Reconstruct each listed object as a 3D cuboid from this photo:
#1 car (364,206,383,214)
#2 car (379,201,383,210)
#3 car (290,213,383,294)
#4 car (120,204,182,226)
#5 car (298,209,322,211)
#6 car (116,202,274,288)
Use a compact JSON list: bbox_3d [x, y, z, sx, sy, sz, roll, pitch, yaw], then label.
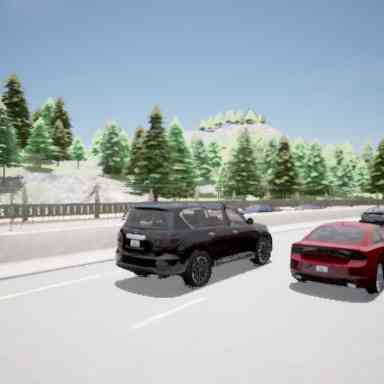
[{"bbox_3d":[13.363,1.712,22.834,4.902,1.511,2.128,0,-1,-40],"label":"car"},{"bbox_3d":[30.905,2.029,50.184,5.357,1.411,2.033,0,-1,-25],"label":"car"},{"bbox_3d":[4.477,1.568,9.266,1.882,1.535,5.008,-1,-1,40],"label":"car"},{"bbox_3d":[-3.217,1.762,26.888,4.892,1.490,1.837,1,-1,-45],"label":"car"},{"bbox_3d":[10.440,1.833,29.784,5.357,1.411,2.033,0,-1,-38],"label":"car"},{"bbox_3d":[0.369,1.317,9.878,2.150,2.045,5.566,-1,-1,39],"label":"car"}]
